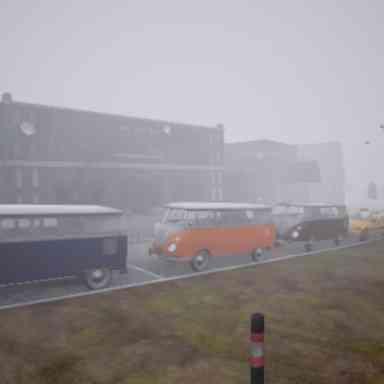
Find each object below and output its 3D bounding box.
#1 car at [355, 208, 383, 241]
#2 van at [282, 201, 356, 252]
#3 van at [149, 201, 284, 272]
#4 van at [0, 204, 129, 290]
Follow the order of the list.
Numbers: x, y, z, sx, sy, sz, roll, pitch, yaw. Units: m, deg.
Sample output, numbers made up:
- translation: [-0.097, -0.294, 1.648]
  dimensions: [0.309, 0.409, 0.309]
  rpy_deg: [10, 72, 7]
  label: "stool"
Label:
- translation: [9.213, 1.678, 18.065]
  dimensions: [5.366, 1.575, 1.946]
  rpy_deg: [2, 1, -41]
  label: "car"
- translation: [5.070, 1.387, 14.425]
  dimensions: [4.442, 1.987, 1.878]
  rpy_deg: [2, 1, -42]
  label: "van"
- translation: [0.719, 1.326, 10.909]
  dimensions: [4.442, 1.987, 1.878]
  rpy_deg: [2, 1, -37]
  label: "van"
- translation: [-3.748, 1.276, 7.547]
  dimensions: [4.442, 1.987, 1.878]
  rpy_deg: [2, 1, -37]
  label: "van"
